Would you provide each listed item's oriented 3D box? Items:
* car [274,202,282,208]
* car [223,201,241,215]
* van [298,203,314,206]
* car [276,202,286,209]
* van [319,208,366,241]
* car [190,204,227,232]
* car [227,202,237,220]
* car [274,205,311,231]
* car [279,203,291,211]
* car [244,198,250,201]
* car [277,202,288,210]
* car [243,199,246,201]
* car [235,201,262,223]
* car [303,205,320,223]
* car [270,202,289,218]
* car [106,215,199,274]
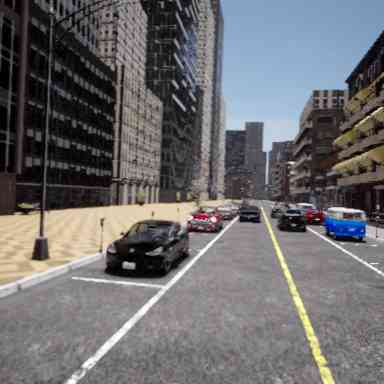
[{"bbox_3d":[21.968,3.193,85.096,1.887,1.381,4.507,2,-1,11],"label":"car"},{"bbox_3d":[5.203,2.010,43.384,1.967,1.590,4.097,2,-1,11],"label":"car"},{"bbox_3d":[12.352,2.149,36.339,1.690,1.788,3.998,2,-1,11],"label":"van"},{"bbox_3d":[19.863,2.985,74.428,1.752,1.417,4.829,2,-1,11],"label":"car"},{"bbox_3d":[9.144,1.880,20.087,1.690,1.788,3.998,2,-1,11],"label":"van"},{"bbox_3d":[0.925,1.649,21.714,1.967,1.590,4.097,2,-1,11],"label":"car"},{"bbox_3d":[3.060,1.939,32.547,2.008,1.369,4.403,2,-1,11],"label":"car"},{"bbox_3d":[7.431,2.013,24.979,1.837,1.490,4.892,2,0,12],"label":"car"},{"bbox_3d":[17.691,2.833,63.425,1.947,1.339,4.313,2,-1,11],"label":"car"},{"bbox_3d":[13.754,2.885,86.724,1.947,1.339,4.313,2,-1,11],"label":"car"},{"bbox_3d":[18.795,2.889,69.009,1.752,1.417,4.829,2,-1,11],"label":"car"},{"bbox_3d":[7.337,2.317,54.218,1.947,1.339,4.313,2,-1,11],"label":"car"},{"bbox_3d":[5.383,1.948,30.786,1.882,1.535,5.008,2,-1,12],"label":"car"},{"bbox_3d":[11.275,2.262,30.920,1.887,1.381,4.507,2,-1,11],"label":"car"},{"bbox_3d":[10.143,2.229,38.717,2.128,1.511,4.902,2,0,11],"label":"car"},{"bbox_3d":[-1.219,1.599,10.877,1.947,1.339,4.313,2,0,11],"label":"car"}]
